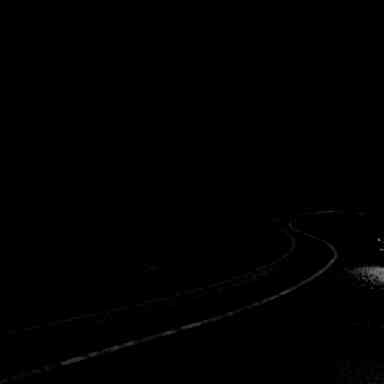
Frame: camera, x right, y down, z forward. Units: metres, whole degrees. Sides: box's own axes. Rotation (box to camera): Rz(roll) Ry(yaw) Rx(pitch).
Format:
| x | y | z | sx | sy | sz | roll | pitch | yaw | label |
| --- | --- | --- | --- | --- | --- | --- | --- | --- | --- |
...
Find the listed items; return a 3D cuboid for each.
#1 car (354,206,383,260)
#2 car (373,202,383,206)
| x | y | z | sx | sy | sz | roll | pitch | yaw | label |
| --- | --- | --- | --- | --- | --- | --- | --- | --- | --- |
| 7.177 | 1.465 | 12.068 | 1.837 | 1.490 | 4.892 | 1 | 1 | 17 | car |
| 19.479 | 1.199 | 30.575 | 5.357 | 1.411 | 2.033 | 0 | 0 | -9 | car |
